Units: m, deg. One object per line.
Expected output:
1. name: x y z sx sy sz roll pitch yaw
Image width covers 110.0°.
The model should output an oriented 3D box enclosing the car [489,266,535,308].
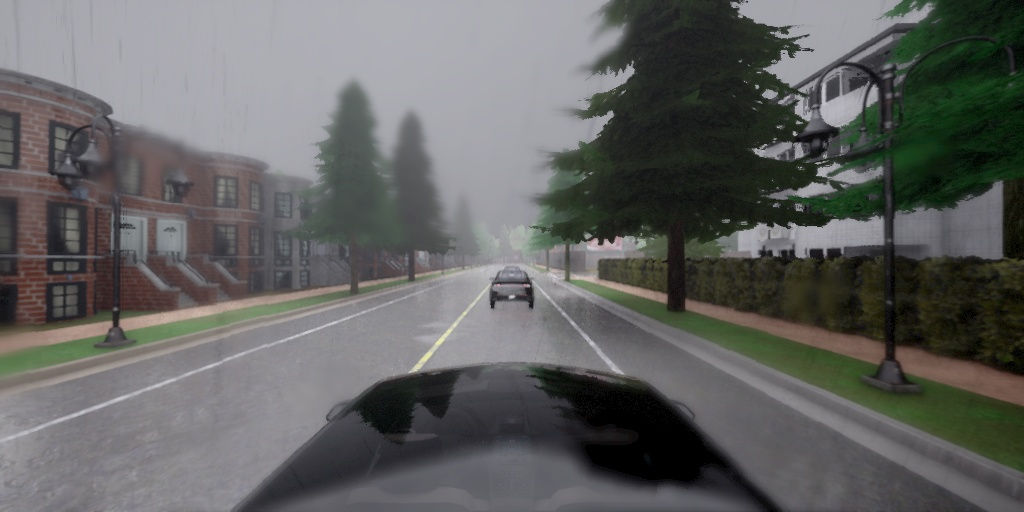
1. car: -0.001 1.378 16.140 2.128 1.511 4.902 0 0 0
